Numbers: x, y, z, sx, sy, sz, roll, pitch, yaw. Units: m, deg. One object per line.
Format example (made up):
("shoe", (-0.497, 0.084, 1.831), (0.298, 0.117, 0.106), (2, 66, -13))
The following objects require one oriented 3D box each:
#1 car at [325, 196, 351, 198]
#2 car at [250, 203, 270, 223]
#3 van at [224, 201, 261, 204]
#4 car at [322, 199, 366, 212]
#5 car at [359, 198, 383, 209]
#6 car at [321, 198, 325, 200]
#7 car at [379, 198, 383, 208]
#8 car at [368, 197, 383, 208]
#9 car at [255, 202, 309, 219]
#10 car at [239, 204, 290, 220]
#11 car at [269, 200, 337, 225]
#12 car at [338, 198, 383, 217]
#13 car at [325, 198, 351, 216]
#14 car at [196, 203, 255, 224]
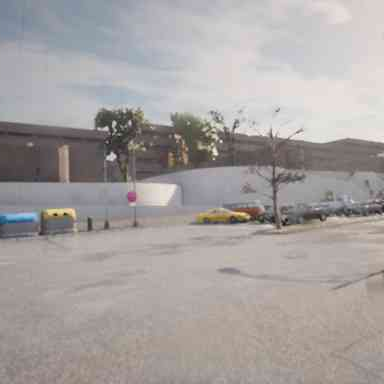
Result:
("car", (17.495, 1.596, 42.203), (5.566, 2.045, 2.435), (-5, -3, 36))
("car", (7.791, 1.901, 29.475), (4.892, 1.490, 1.837), (-2, -3, -34))
("van", (5.320, 1.947, 33.697), (4.442, 1.987, 1.878), (-5, -4, 36))
("car", (19.994, 1.786, 43.873), (4.892, 1.521, 2.231), (-5, -4, 35))
("car", (27.380, 1.653, 48.910), (4.674, 1.452, 2.002), (-5, -3, 36))
("car", (12.620, 1.976, 38.802), (4.892, 1.521, 2.231), (-5, -3, 35))
("car", (32.274, 1.544, 52.298), (4.792, 1.488, 2.163), (-5, -3, 35))
("car", (29.988, 1.544, 50.494), (5.366, 1.575, 1.946), (-5, -4, 35))
("car", (10.005, 2.054, 37.229), (5.366, 1.575, 1.946), (-5, -3, 35))
("car", (7.674, 2.143, 35.450), (4.792, 1.488, 2.163), (-5, -3, 36))
("car", (8.938, 1.722, 26.638), (4.902, 1.511, 2.128), (-2, -3, -34))
("car", (16.311, 1.588, 31.660), (4.181, 1.385, 1.994), (-2, -3, -33))
("car", (15.425, 1.708, 34.677), (4.674, 1.442, 1.812), (-2, -3, -34))
("car", (2.929, 2.233, 31.962), (5.366, 1.575, 1.946), (-5, -4, 35))
